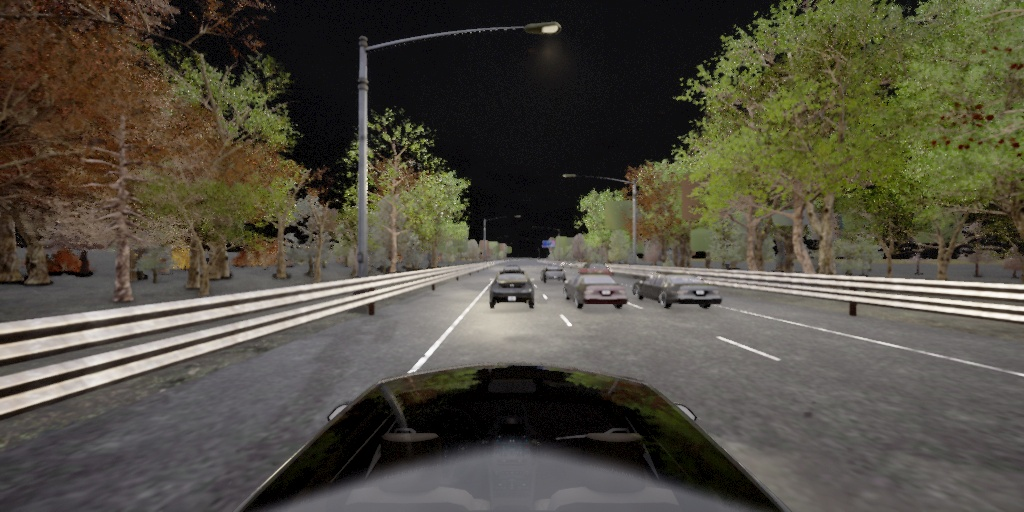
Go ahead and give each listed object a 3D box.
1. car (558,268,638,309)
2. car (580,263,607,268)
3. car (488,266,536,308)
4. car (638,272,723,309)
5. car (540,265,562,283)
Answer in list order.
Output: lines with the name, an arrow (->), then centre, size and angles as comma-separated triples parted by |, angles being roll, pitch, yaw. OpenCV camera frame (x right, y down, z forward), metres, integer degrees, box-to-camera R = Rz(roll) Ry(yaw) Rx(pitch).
car -> 3.500, 1.429, 15.839 | 2.033, 1.411, 5.357 | 0, 0, 0
car -> 7.000, 1.368, 30.925 | 2.097, 1.767, 4.553 | 0, -1, 0
car -> 0.003, 1.392, 16.157 | 1.837, 1.490, 4.892 | 0, 0, 0
car -> 7.000, 1.429, 15.840 | 2.033, 1.411, 5.357 | 0, 0, 0
car -> 3.502, 1.513, 31.148 | 2.128, 1.511, 4.902 | 0, 0, 0
